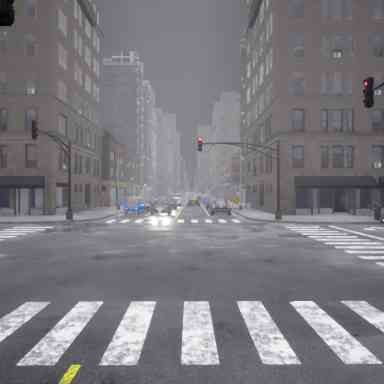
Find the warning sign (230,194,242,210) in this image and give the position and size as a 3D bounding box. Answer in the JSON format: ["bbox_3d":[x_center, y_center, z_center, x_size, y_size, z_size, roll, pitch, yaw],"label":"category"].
[{"bbox_3d":[5.199,1.118,39.336,1.300,1.860,1.060,0,0,0],"label":"warning sign"}]

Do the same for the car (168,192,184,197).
[{"bbox_3d":[-2.904,1.224,54.492,2.150,2.045,5.566,0,0,0],"label":"car"}]

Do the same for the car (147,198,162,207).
[{"bbox_3d":[-5.690,1.585,50.381,1.802,1.307,4.206,0,0,0],"label":"car"}]

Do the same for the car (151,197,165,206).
[{"bbox_3d":[-5.671,1.568,56.050,1.947,1.339,4.313,0,0,0],"label":"car"}]

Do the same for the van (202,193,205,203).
[{"bbox_3d":[2.855,1.344,56.026,1.690,1.788,3.998,0,0,0],"label":"van"}]

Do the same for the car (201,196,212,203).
[{"bbox_3d":[2.894,1.551,67.365,2.008,1.369,4.403,0,0,0],"label":"car"}]

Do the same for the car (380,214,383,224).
[{"bbox_3d":[14.355,1.520,20.697,4.892,1.490,1.837,0,0,0],"label":"car"}]

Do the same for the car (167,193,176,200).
[{"bbox_3d":[-5.555,1.306,90.059,2.192,1.841,5.009,0,0,0],"label":"car"}]

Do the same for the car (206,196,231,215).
[{"bbox_3d":[2.778,1.442,33.350,1.967,1.590,4.097,0,0,0],"label":"car"}]

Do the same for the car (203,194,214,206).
[{"bbox_3d":[2.816,1.443,44.688,1.967,1.590,4.097,0,0,0],"label":"car"}]

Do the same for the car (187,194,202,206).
[{"bbox_3d":[0.277,1.528,53.300,1.812,1.442,4.674,0,0,0],"label":"car"}]

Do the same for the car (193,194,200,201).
[{"bbox_3d":[1.088,1.448,89.541,1.801,1.575,5.366,0,0,0],"label":"car"}]

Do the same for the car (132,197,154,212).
[{"bbox_3d":[-5.729,1.443,39.045,1.967,1.590,4.097,0,0,0],"label":"car"}]

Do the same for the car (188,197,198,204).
[{"bbox_3d":[0.266,1.601,67.293,1.895,1.301,4.718,0,0,1],"label":"car"}]

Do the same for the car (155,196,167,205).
[{"bbox_3d":[-5.652,1.527,61.548,1.752,1.417,4.829,0,0,0],"label":"car"}]

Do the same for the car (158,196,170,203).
[{"bbox_3d":[-5.632,1.566,67.386,1.947,1.339,4.313,0,0,0],"label":"car"}]

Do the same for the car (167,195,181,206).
[{"bbox_3d":[-2.953,1.494,43.762,2.128,1.511,4.902,0,0,0],"label":"car"}]

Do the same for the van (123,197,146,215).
[{"bbox_3d":[-5.748,1.343,33.376,1.690,1.788,3.998,0,0,0],"label":"van"}]

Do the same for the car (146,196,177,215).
[{"bbox_3d":[-2.993,1.493,33.517,2.128,1.511,4.902,0,0,0],"label":"car"}]

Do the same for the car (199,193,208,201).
[{"bbox_3d":[2.951,1.309,84.372,2.192,1.841,5.009,0,0,0],"label":"car"}]

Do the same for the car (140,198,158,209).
[{"bbox_3d":[-5.709,1.569,44.713,1.947,1.339,4.313,0,0,0],"label":"car"}]

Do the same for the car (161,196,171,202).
[{"bbox_3d":[-5.613,1.543,73.054,1.887,1.381,4.507,0,0,0],"label":"car"}]

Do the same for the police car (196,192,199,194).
[{"bbox_3d":[1.064,1.421,79.446,1.930,1.638,5.238,0,0,-1],"label":"police car"}]

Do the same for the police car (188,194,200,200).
[{"bbox_3d":[0.595,1.414,95.369,1.930,1.638,5.238,0,0,-16],"label":"police car"}]
